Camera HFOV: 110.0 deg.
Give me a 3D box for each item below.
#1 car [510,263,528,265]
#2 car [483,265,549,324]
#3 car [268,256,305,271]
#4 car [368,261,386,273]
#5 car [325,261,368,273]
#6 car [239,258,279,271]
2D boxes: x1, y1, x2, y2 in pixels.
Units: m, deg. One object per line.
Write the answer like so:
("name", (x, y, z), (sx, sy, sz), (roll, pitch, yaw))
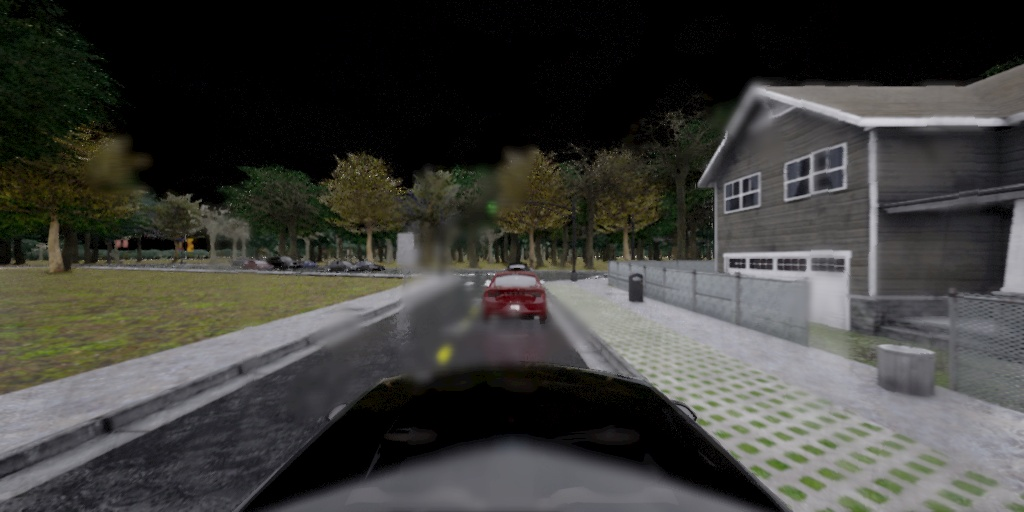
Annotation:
("car", (0.525, 1.282, 27.438), (1.837, 1.490, 4.892), (0, 0, 5))
("car", (0.110, 1.238, 12.060), (1.882, 1.535, 5.008), (0, 0, 0))
("car", (-33.105, 1.048, 51.760), (5.566, 2.045, 2.150), (0, 0, 24))
("car", (-18.617, 1.354, 45.447), (5.357, 1.411, 2.033), (0, 0, 23))
("car", (-19.937, 1.297, 42.478), (4.892, 1.490, 1.837), (0, 0, 23))
("car", (-34.454, 1.339, 48.791), (4.674, 1.442, 1.812), (0, 0, 24))
